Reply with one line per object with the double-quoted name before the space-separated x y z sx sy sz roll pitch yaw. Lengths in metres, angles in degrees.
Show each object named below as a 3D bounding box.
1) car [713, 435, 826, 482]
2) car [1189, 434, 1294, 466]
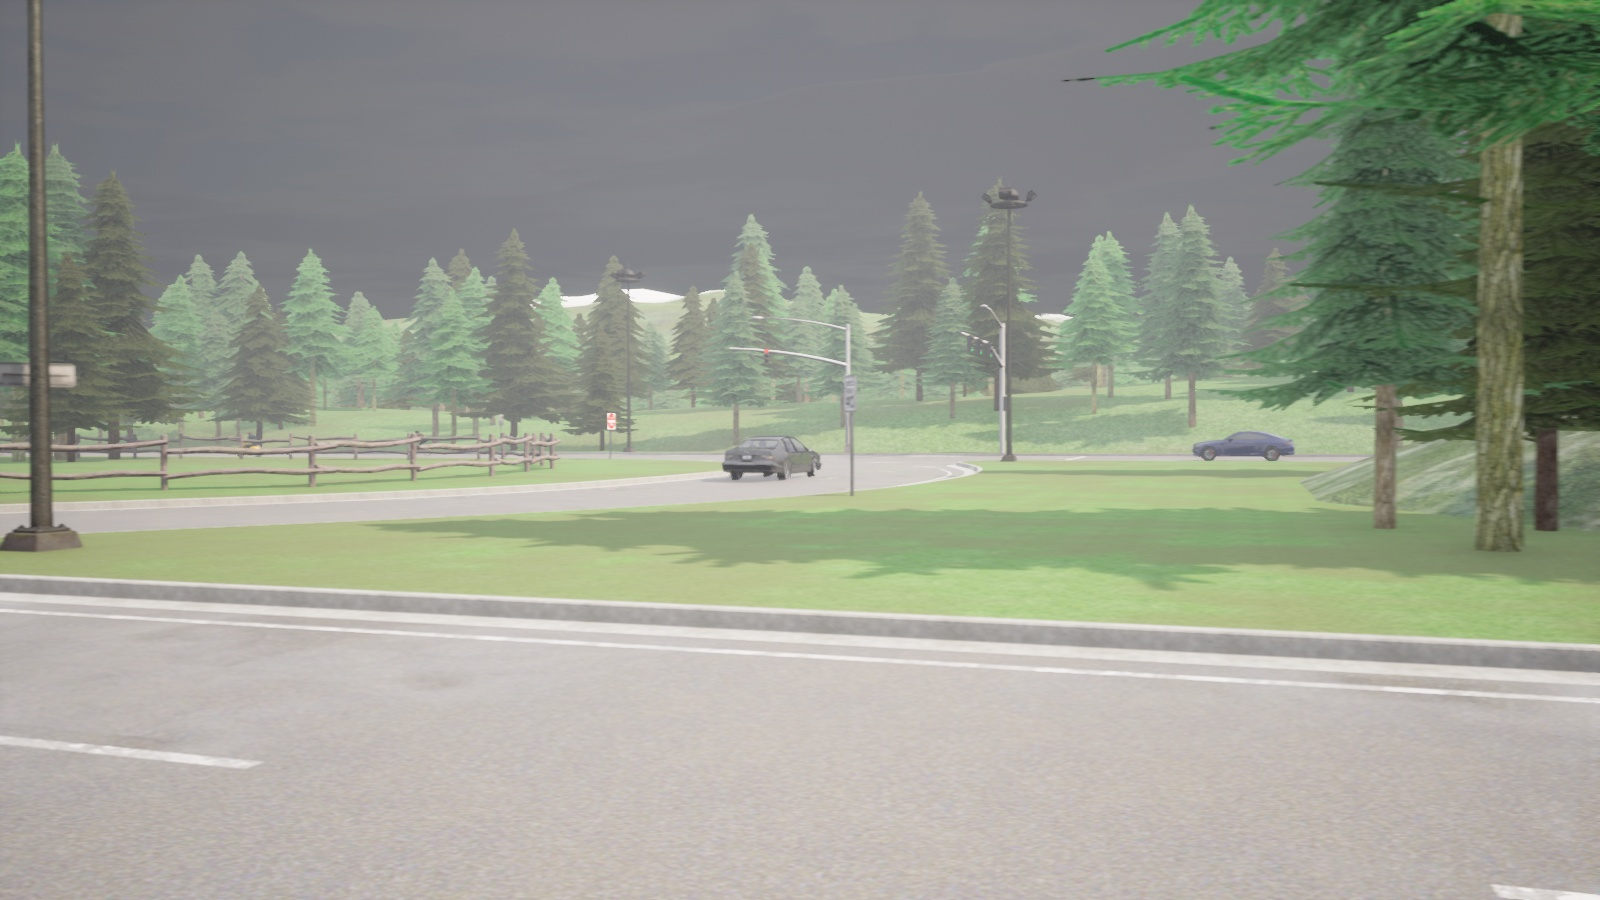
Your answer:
"car" -0.898 0.218 40.741 2.033 1.411 5.357 1 1 17
"car" 21.139 -0.033 60.222 4.674 1.442 1.812 1 1 19
